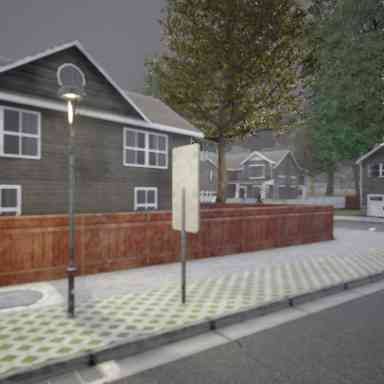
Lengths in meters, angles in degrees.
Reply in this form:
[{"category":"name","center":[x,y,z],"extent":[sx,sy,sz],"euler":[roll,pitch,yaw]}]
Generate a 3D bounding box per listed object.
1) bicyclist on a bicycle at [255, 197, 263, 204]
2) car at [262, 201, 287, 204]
[{"category":"bicyclist on a bicycle","center":[6.415,1.266,31.588],"extent":[0.582,1.620,1.656],"euler":[1,0,43]},{"category":"car","center":[6.244,1.465,23.752],"extent":[5.008,1.535,1.882],"euler":[1,0,43]}]
